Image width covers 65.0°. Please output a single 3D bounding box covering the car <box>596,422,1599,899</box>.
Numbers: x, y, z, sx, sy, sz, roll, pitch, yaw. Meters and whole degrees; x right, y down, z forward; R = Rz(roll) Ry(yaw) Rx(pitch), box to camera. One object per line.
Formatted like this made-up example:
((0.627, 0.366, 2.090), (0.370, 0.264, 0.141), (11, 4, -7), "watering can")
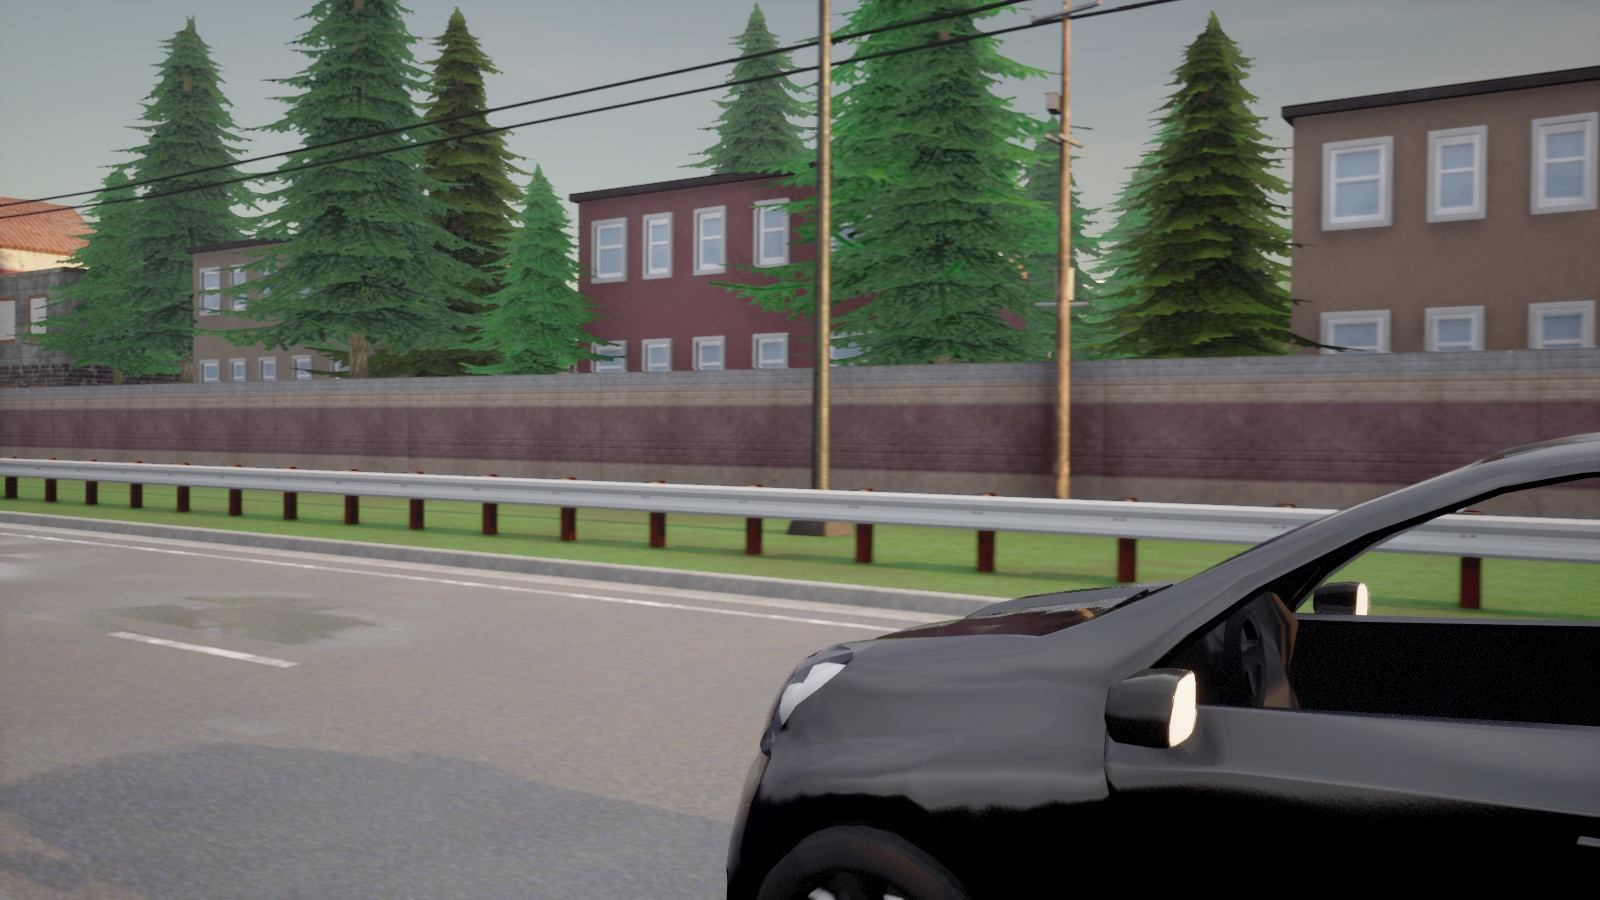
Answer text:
((1.574, 0.696, 2.578), (3.633, 1.501, 1.845), (0, 1, 34), "car")
